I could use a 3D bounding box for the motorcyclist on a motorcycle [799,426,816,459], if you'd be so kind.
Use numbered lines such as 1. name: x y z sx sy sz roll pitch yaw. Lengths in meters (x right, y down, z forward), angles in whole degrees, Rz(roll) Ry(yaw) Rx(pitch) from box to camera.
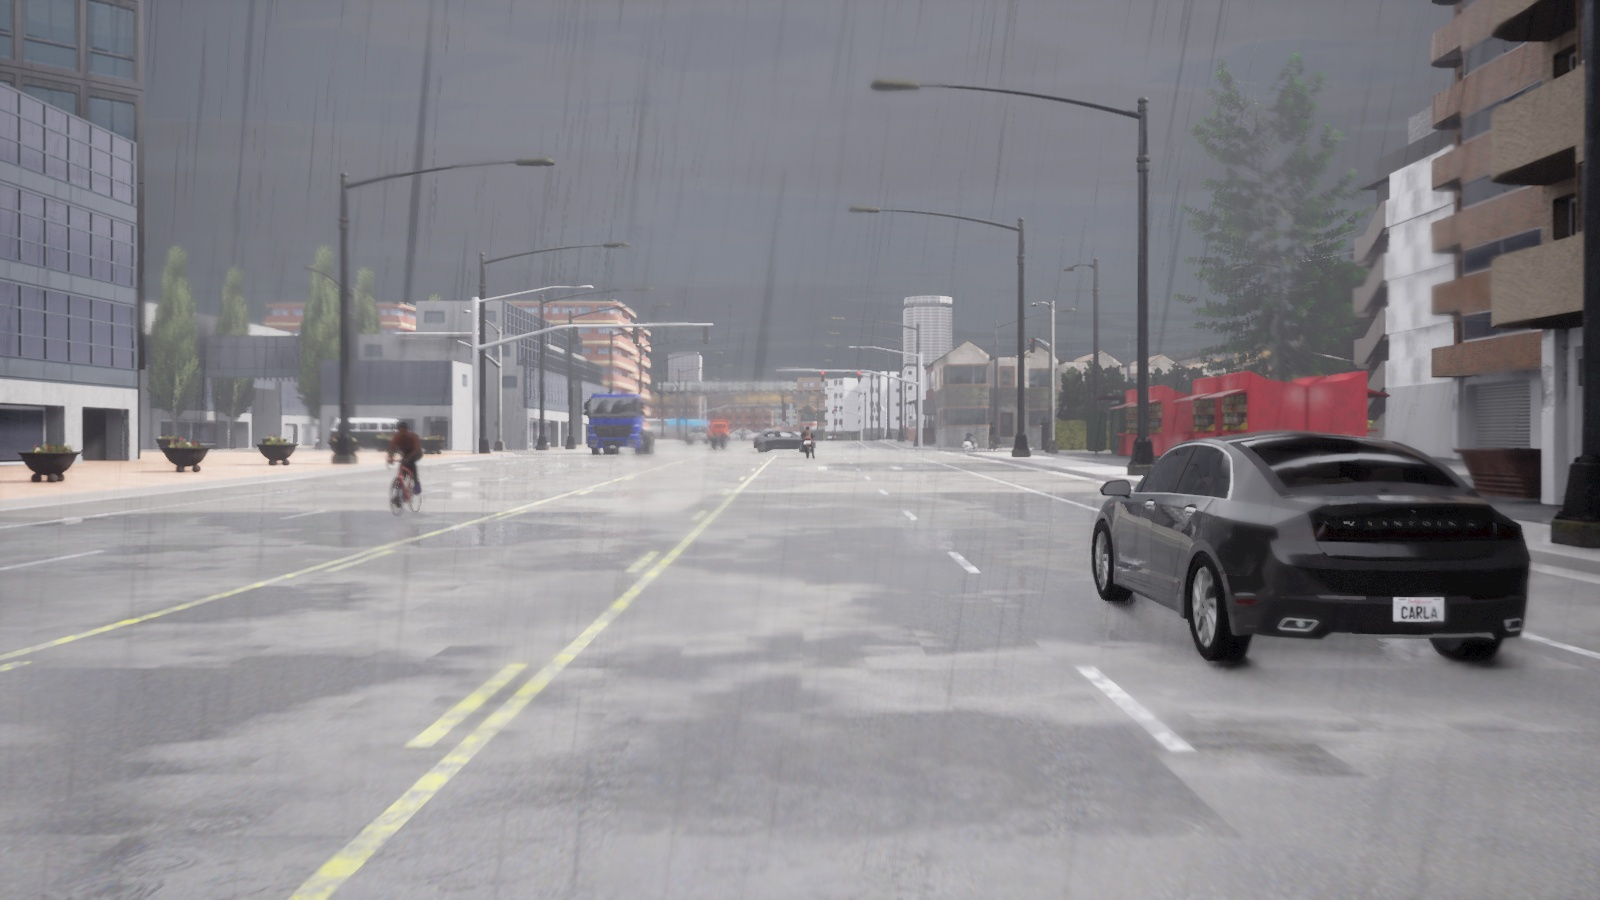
1. motorcyclist on a motorcycle: 0.358 -0.347 59.123 0.797 1.523 2.044 0 1 0

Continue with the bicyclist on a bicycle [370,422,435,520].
1. bicyclist on a bicycle: -6.859 0.333 21.749 0.582 1.620 1.656 0 1 0

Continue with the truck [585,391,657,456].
1. truck: -10.069 -1.463 71.506 2.891 3.462 7.936 0 0 0

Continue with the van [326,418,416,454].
1. van: -24.522 -0.797 71.895 4.480 2.038 2.069 0 0 1

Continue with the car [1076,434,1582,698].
1. car: 3.571 0.633 9.650 1.837 1.490 4.892 0 1 0

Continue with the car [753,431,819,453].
1. car: -0.888 -0.549 83.264 4.193 1.474 1.816 0 1 6
